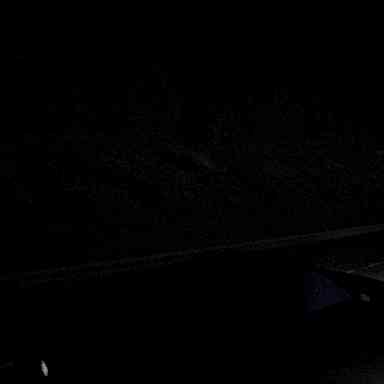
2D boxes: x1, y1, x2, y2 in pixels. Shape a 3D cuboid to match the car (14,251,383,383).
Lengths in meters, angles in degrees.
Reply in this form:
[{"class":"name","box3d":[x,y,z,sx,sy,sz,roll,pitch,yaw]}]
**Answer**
[{"class":"car","box3d":[0.779,1.528,4.304,5.357,1.411,2.033,0,0,-36]}]
